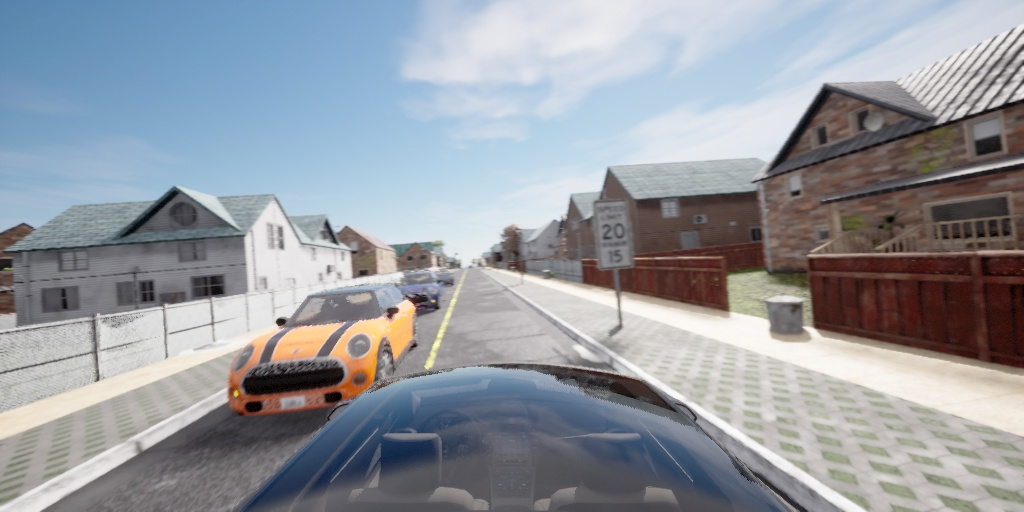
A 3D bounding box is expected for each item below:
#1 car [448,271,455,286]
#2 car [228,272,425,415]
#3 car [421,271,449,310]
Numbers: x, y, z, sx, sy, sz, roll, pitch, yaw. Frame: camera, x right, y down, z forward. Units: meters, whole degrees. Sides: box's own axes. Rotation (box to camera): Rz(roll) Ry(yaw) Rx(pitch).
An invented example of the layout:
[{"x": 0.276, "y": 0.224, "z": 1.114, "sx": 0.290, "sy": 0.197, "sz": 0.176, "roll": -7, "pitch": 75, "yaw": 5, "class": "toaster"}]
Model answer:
[{"x": -6.084, "y": 2.015, "z": 31.660, "sx": 1.994, "sy": 1.385, "sz": 4.181, "roll": -5, "pitch": 0, "yaw": -7, "class": "car"}, {"x": -3.214, "y": 1.405, "z": 7.050, "sx": 2.097, "sy": 1.767, "sz": 4.553, "roll": -5, "pitch": 0, "yaw": -6, "class": "car"}, {"x": -4.365, "y": 1.557, "z": 16.944, "sx": 2.097, "sy": 1.767, "sz": 4.553, "roll": -5, "pitch": 0, "yaw": -7, "class": "car"}]
